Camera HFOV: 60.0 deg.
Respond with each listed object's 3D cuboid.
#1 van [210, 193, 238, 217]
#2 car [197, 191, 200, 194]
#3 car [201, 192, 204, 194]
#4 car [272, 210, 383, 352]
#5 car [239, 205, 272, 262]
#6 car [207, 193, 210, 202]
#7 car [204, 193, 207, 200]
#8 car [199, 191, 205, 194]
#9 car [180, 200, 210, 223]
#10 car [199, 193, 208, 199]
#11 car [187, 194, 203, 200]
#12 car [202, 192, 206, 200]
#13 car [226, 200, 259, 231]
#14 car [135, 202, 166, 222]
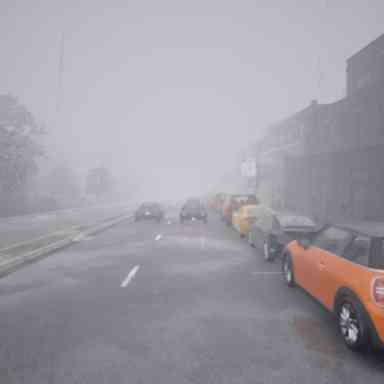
[{"bbox_3d":[3.230,1.125,34.069,1.878,1.987,4.442,0,0,0],"label":"van"},{"bbox_3d":[3.227,1.145,89.074,2.231,1.521,4.892,0,0,0],"label":"car"},{"bbox_3d":[3.234,1.223,67.164,1.946,1.575,5.366,0,0,0],"label":"car"},{"bbox_3d":[3.226,1.330,6.296,2.185,1.767,4.553,0,0,0],"label":"car"},{"bbox_3d":[3.228,1.436,11.847,2.231,1.521,4.892,0,0,0],"label":"car"},{"bbox_3d":[3.231,1.205,39.447,2.185,1.767,4.553,0,0,0],"label":"car"},{"bbox_3d":[3.233,1.330,50.401,2.002,1.452,4.674,0,0,0],"label":"car"},{"bbox_3d":[3.238,1.081,72.473,2.185,1.767,4.553,0,0,0],"label":"car"},{"bbox_3d":[0.104,1.508,24.583,1.895,1.301,4.718,0,0,0],"label":"car"},{"bbox_3d":[3.225,1.124,94.600,2.231,1.521,4.892,0,0,0],"label":"car"},{"bbox_3d":[0.106,1.349,41.543,1.837,1.490,4.892,0,1,0],"label":"car"},{"bbox_3d":[3.233,1.270,55.922,2.231,1.521,4.892,0,0,0],"label":"car"},{"bbox_3d":[3.228,1.414,17.373,2.097,1.535,5.008,0,0,0],"label":"car"},{"bbox_3d":[-3.146,1.467,25.530,1.994,1.385,4.181,0,0,0],"label":"car"}]
